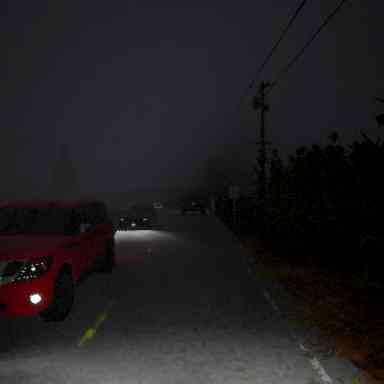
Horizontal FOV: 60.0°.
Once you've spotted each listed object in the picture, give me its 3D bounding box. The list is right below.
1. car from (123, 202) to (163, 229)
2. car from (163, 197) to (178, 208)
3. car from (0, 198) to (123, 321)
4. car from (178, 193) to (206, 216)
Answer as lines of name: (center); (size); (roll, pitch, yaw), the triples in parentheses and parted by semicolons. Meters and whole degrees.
car: (-3.267, 1.445, 21.293); (2.033, 1.411, 5.357); (0, 0, 0)
car: (-2.181, 1.361, 43.016); (1.994, 1.385, 4.181); (0, 0, -39)
car: (-3.282, 1.187, 7.560); (2.150, 2.045, 5.566); (0, 0, 0)
car: (0.124, 1.078, 30.851); (2.150, 2.045, 5.566); (0, 0, 0)
